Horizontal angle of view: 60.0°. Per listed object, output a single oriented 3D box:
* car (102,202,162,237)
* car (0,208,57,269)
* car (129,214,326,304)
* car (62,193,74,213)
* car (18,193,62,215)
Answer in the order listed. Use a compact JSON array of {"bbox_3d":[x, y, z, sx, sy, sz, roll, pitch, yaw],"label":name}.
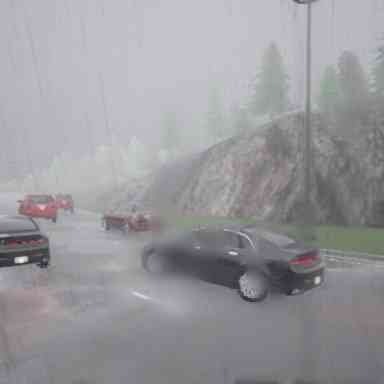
[{"bbox_3d":[-3.355,1.358,18.542,2.097,1.767,4.553,1,0,-35],"label":"car"},{"bbox_3d":[-5.911,1.472,10.352,1.837,1.490,4.892,0,0,-40],"label":"car"},{"bbox_3d":[0.751,1.531,8.371,4.892,1.490,1.837,0,0,42],"label":"car"},{"bbox_3d":[-14.386,1.156,36.133,2.150,2.045,5.566,1,0,-31],"label":"car"},{"bbox_3d":[-11.472,1.162,24.609,2.150,2.045,5.566,1,0,-32],"label":"car"}]
